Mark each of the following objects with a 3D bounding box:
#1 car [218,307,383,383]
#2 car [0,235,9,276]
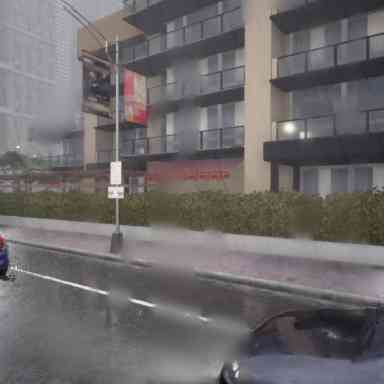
[{"bbox_3d":[2.265,1.564,2.477,4.181,1.385,1.994,0,0,35],"label":"car"},{"bbox_3d":[-6.971,1.351,8.984,4.553,1.767,2.097,0,0,35],"label":"car"}]
